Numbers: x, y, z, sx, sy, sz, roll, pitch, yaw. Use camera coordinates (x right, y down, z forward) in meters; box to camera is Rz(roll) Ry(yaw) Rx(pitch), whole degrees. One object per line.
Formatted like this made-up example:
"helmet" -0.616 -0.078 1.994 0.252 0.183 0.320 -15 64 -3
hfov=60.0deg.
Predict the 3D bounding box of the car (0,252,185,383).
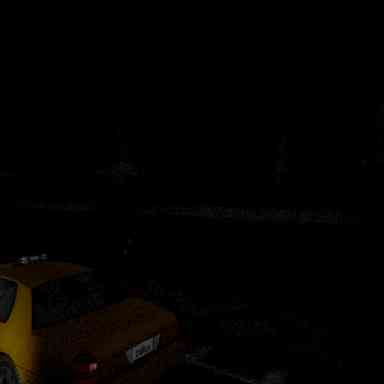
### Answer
"car" -2.362 1.525 4.650 4.829 1.417 1.752 0 0 36
